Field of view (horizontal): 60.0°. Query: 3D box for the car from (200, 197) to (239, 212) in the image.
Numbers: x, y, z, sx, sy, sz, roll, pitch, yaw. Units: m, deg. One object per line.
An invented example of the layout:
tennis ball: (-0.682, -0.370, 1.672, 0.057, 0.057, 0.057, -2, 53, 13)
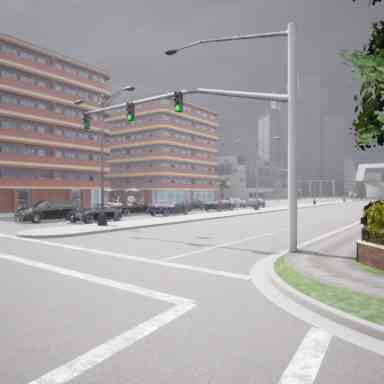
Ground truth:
car: (3.305, 1.601, 39.412, 1.895, 1.301, 4.718, 0, 0, 36)

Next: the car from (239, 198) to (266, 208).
car: (8.844, 1.526, 46.974, 1.812, 1.442, 4.674, 0, 0, 36)

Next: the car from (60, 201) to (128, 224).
car: (-7.249, 1.564, 24.926, 1.994, 1.385, 4.181, 0, 0, 36)

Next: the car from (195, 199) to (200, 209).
car: (-0.199, 1.547, 40.549, 2.033, 1.411, 5.357, 0, 0, 36)

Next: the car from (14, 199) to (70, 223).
car: (-11.107, 1.352, 25.582, 2.097, 1.767, 4.553, 0, 0, 36)

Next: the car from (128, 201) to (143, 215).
car: (-5.838, 1.601, 32.813, 1.895, 1.301, 4.718, 0, 0, 36)

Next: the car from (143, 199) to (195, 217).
car: (-2.091, 1.601, 32.005, 1.895, 1.301, 4.718, 0, 0, 36)

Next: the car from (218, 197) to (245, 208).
car: (5.834, 1.526, 48.787, 1.812, 1.442, 4.674, 0, 0, 36)
